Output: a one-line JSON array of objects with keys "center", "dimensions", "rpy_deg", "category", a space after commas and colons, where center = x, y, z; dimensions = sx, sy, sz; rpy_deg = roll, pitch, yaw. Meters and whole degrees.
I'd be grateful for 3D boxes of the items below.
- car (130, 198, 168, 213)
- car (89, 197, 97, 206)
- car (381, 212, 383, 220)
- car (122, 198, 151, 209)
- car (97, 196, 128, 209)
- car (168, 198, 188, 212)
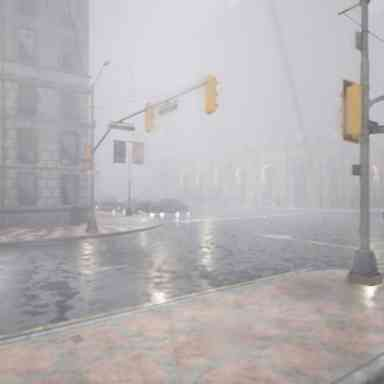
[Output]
[{"center": [-4.886, 1.568, 37.130], "dimensions": [1.994, 1.385, 4.181], "rpy_deg": [0, 0, -36], "category": "car"}, {"center": [-16.856, 1.552, 53.952], "dimensions": [2.033, 1.411, 5.357], "rpy_deg": [0, 0, -35], "category": "car"}, {"center": [14.519, 1.608, 21.687], "dimensions": [1.895, 1.301, 4.718], "rpy_deg": [0, 0, -1], "category": "car"}, {"center": [-8.024, 1.553, 47.504], "dimensions": [2.033, 1.411, 5.357], "rpy_deg": [0, 0, -35], "category": "car"}, {"center": [-10.838, 1.605, 45.416], "dimensions": [1.895, 1.301, 4.718], "rpy_deg": [0, 0, -35], "category": "car"}, {"center": [-2.328, 1.510, 39.566], "dimensions": [1.837, 1.490, 4.892], "rpy_deg": [0, 0, -36], "category": "car"}]
